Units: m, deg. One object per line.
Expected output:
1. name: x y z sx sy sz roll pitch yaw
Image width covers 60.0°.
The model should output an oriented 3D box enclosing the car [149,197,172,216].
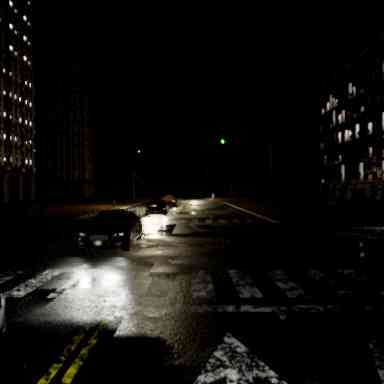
1. car: -3.210 1.487 31.366 1.837 1.490 4.892 0 1 0

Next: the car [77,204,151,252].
1. car: -3.228 1.481 13.887 2.128 1.511 4.902 0 0 0

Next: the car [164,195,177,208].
1. car: -3.190 1.249 46.055 2.097 1.767 4.553 0 0 0

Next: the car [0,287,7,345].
1. car: -3.248 1.489 2.192 2.128 1.511 4.902 0 0 0
